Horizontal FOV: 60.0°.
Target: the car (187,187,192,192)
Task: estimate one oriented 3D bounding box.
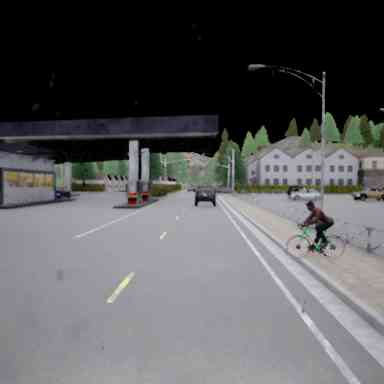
[{"bbox_3d":[-0.201,-0.613,86.935,2.033,1.411,5.357,0,1,2],"label":"car"}]

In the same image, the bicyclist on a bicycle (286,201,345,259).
[{"bbox_3d":[3.471,1.090,9.329,1.656,1.620,0.582,0,1,2],"label":"bicyclist on a bicycle"}]

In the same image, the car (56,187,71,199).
[{"bbox_3d":[-18.967,0.193,47.325,2.242,1.667,4.611,0,1,2],"label":"car"}]

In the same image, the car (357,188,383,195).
[{"bbox_3d":[36.808,-0.103,67.540,5.357,1.411,2.033,0,1,2],"label":"car"}]

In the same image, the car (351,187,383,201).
[{"bbox_3d":[22.756,0.190,42.129,4.605,1.855,1.932,0,1,2],"label":"car"}]

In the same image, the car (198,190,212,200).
[{"bbox_3d":[1.926,0.367,48.751,1.994,1.385,4.181,0,1,2],"label":"car"}]

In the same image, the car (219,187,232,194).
[{"bbox_3d":[6.278,-0.335,68.682,4.902,1.511,2.128,0,2,5],"label":"car"}]

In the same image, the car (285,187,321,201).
[{"bbox_3d":[14.279,0.396,42.372,3.806,1.475,1.970,0,1,2],"label":"car"}]

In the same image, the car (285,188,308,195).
[{"bbox_3d":[21.310,-0.196,68.085,4.181,1.385,1.994,0,1,2],"label":"car"}]

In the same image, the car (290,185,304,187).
[{"bbox_3d":[15.000,0.035,45.667,3.866,1.878,1.905,0,1,2],"label":"car"}]

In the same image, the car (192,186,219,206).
[{"bbox_3d":[1.414,0.353,35.279,2.150,2.045,5.566,0,1,2],"label":"car"}]
